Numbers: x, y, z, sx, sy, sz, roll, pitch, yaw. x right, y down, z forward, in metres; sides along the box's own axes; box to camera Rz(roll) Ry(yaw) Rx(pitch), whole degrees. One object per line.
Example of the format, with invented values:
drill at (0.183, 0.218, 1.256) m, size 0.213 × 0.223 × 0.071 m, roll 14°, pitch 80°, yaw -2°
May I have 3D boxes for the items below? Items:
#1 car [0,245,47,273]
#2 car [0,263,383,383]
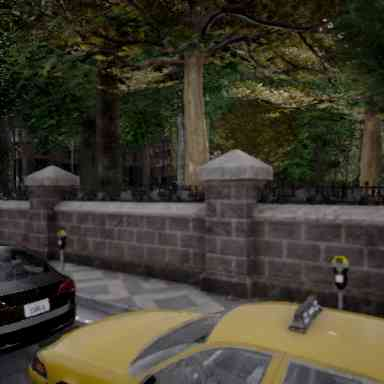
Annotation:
car at (-3.755, 1.574, 5.546) m, size 4.313 × 1.339 × 1.947 m, roll 0°, pitch 0°, yaw 34°
car at (0.620, 1.496, 2.579) m, size 4.829 × 1.417 × 1.752 m, roll 0°, pitch 0°, yaw 34°
